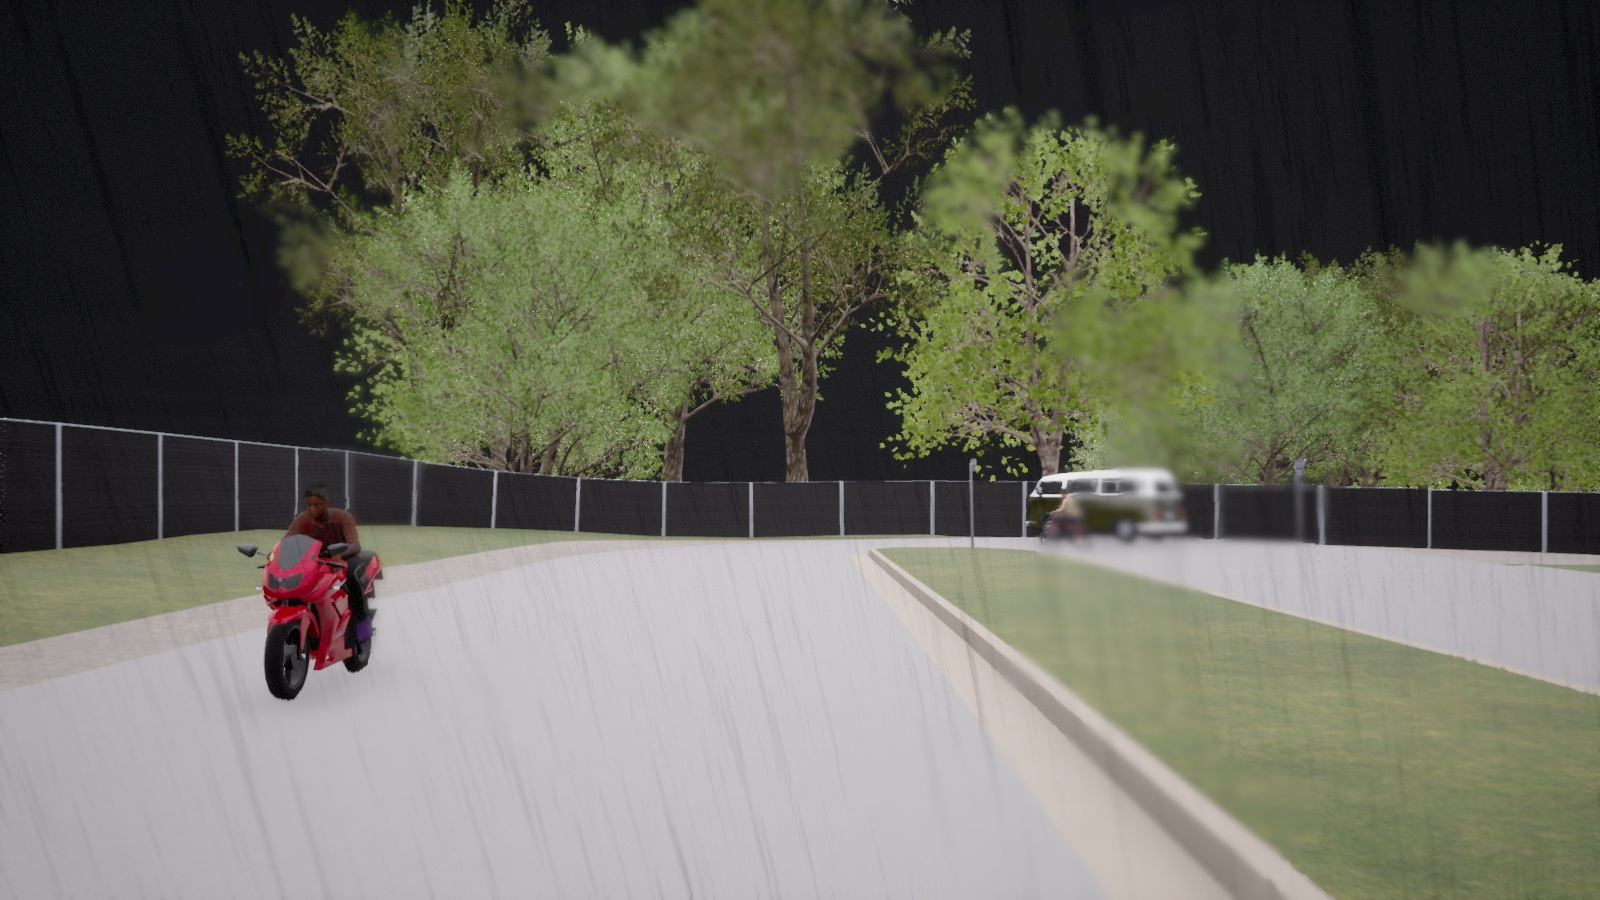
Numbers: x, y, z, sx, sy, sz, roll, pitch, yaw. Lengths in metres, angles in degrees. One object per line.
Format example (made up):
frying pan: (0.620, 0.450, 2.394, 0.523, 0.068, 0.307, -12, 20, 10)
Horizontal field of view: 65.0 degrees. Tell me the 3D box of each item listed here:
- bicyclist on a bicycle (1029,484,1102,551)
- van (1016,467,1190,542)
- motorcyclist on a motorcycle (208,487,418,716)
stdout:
bicyclist on a bicycle: (6.915, 1.746, 32.734, 0.866, 1.612, 1.509, -9, 4, -44)
van: (8.717, 1.564, 36.390, 2.069, 2.038, 4.480, 2, -3, -43)
motorcyclist on a motorcycle: (-3.587, 1.048, 9.467, 0.797, 1.523, 2.044, -1, -2, 0)
